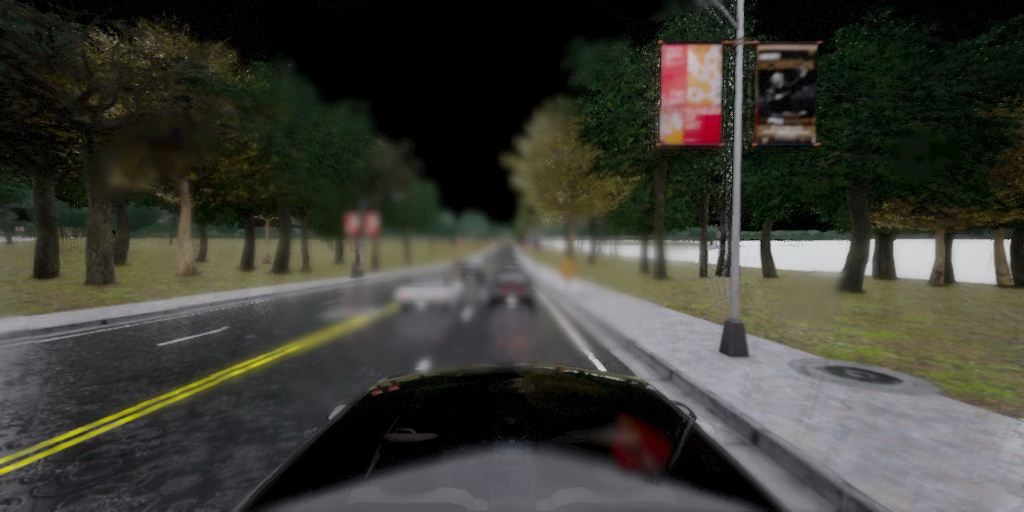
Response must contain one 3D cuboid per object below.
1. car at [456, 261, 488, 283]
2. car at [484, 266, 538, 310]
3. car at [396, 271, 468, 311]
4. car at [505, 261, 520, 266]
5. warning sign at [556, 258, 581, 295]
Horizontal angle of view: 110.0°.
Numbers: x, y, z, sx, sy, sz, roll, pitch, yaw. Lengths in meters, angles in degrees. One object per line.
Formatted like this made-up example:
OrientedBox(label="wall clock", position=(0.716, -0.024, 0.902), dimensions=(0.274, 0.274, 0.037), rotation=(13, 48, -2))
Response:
OrientedBox(label="car", position=(-3.225, 1.462, 30.367), dimensions=(1.837, 1.490, 4.892), rotation=(0, 0, 1))
OrientedBox(label="car", position=(0.025, 1.376, 15.368), dimensions=(1.837, 1.490, 4.892), rotation=(0, 0, 1))
OrientedBox(label="car", position=(-3.230, 1.468, 15.093), dimensions=(1.895, 1.301, 4.718), rotation=(0, 0, 1))
OrientedBox(label="car", position=(0.025, 1.462, 30.392), dimensions=(1.837, 1.490, 4.892), rotation=(0, 0, 1))
OrientedBox(label="warning sign", position=(2.850, 1.009, 18.430), dimensions=(1.300, 1.860, 1.060), rotation=(0, 0, 0))
